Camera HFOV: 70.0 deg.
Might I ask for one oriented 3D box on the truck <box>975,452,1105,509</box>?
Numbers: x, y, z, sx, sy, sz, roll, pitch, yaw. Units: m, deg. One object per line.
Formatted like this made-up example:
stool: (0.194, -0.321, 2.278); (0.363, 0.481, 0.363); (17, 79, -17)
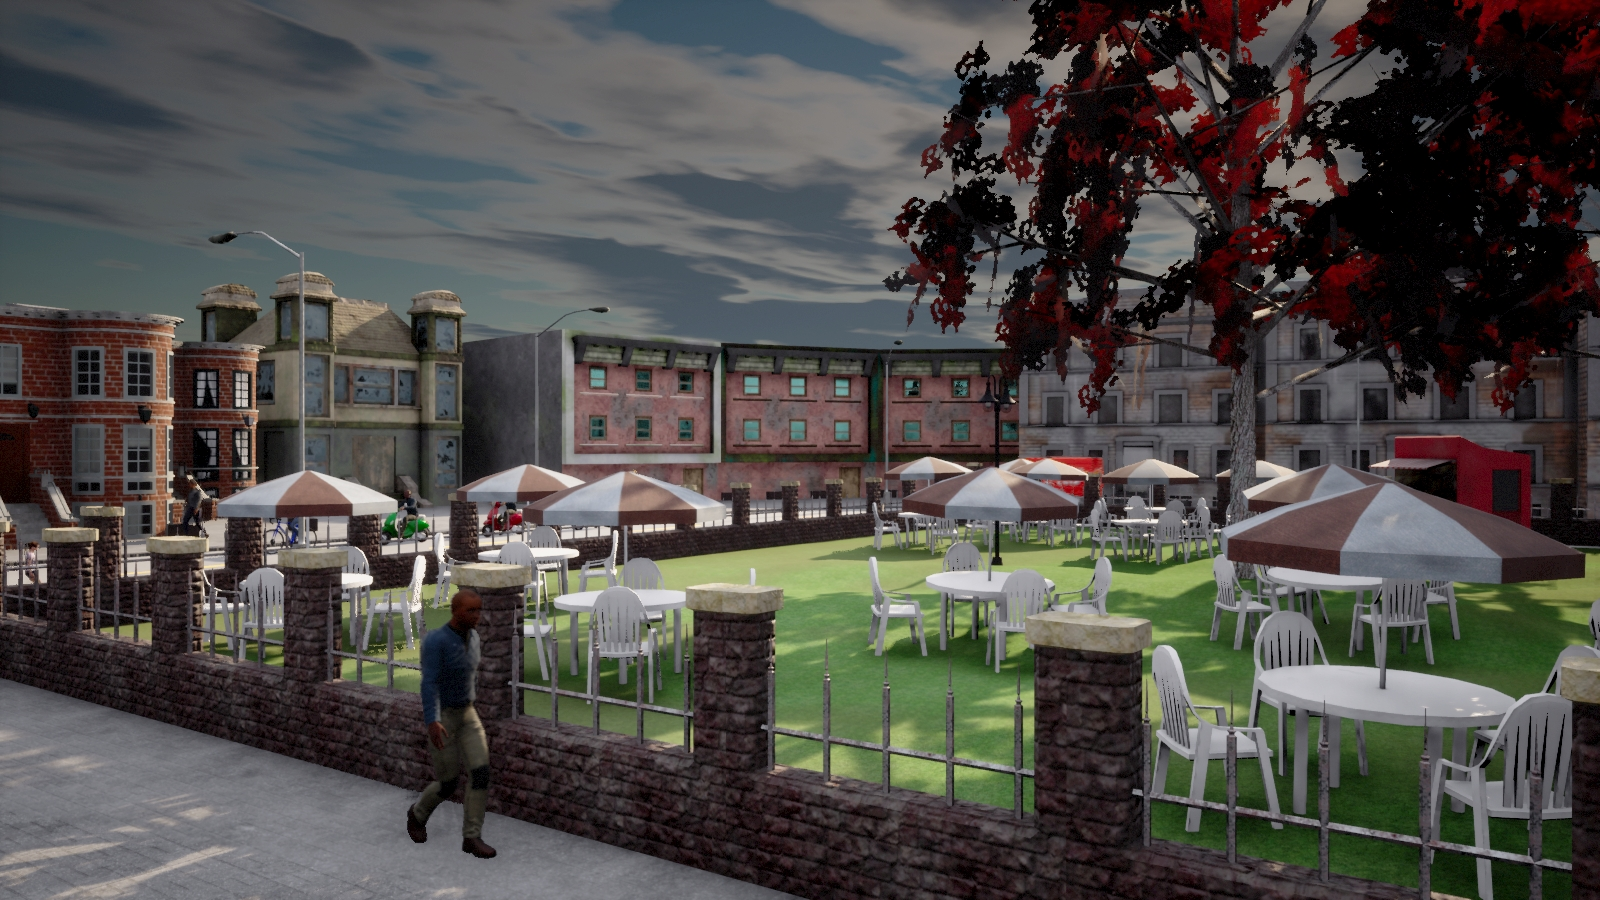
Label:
truck: (10.830, 1.340, 51.509); (5.204, 2.467, 2.627); (0, -1, 28)

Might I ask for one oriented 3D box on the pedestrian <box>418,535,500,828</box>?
pedestrian: (-2.286, 1.522, 7.662); (0.375, 1.860, 0.375); (0, 0, 34)

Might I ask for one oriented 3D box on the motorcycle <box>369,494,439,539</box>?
motorcycle: (-11.759, 1.950, 33.969); (0.856, 1.236, 1.805); (0, 0, 35)

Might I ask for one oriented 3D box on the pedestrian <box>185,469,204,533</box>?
pedestrian: (-17.941, 1.512, 33.846); (0.375, 1.860, 0.375); (0, 0, 34)

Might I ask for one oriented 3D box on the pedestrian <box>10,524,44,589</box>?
pedestrian: (-13.894, 1.901, 20.531); (0.500, 1.100, 0.500); (0, 0, -35)
